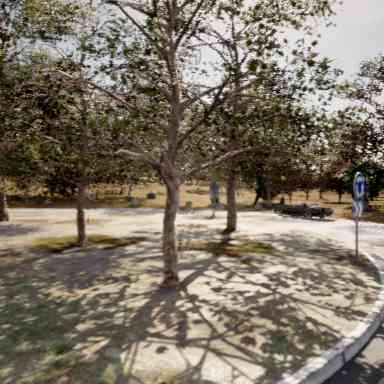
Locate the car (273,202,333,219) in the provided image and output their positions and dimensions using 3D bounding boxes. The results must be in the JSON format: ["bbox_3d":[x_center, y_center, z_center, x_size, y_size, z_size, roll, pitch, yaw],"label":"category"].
[{"bbox_3d":[8.979,1.456,27.313,1.895,1.301,4.718,1,1,-32],"label":"car"}]
